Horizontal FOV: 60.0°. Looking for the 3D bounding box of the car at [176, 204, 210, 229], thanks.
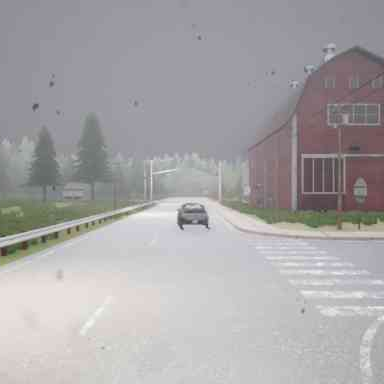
[{"bbox_3d":[0.041,1.490,21.579,2.128,1.511,4.902,0,0,-3],"label":"car"}]
